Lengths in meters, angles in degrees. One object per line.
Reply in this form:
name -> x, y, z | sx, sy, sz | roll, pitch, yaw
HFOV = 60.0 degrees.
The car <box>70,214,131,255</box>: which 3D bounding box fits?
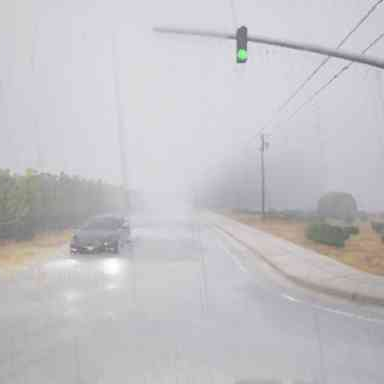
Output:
car -> -3.831, 1.800, 14.584 | 1.837, 1.490, 4.892 | 0, 1, -3
